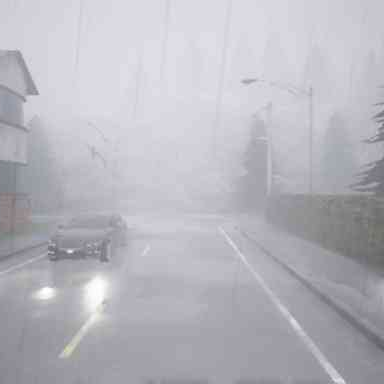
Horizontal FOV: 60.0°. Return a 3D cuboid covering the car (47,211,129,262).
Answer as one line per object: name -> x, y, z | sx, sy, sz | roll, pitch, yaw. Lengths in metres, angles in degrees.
car -> -3.574, 1.504, 12.213 | 1.837, 1.490, 4.892 | 0, 0, 0
